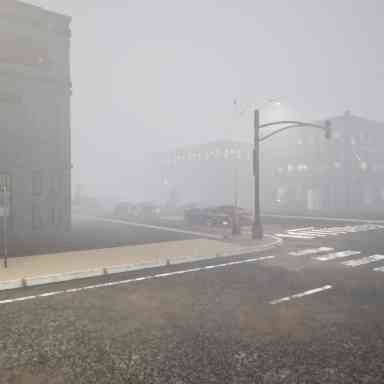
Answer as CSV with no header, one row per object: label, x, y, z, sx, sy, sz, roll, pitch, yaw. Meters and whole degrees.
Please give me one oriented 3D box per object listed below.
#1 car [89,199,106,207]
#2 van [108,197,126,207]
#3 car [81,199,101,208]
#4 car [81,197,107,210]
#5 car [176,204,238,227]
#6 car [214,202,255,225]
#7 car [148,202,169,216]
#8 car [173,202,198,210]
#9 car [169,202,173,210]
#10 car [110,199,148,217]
car,-19.408,2.228,68.114,1.887,1.381,4.507,-1,0,-36
van,-12.981,1.907,59.104,1.690,1.788,3.998,-1,0,-36
car,-19.223,2.159,63.414,2.128,1.511,4.902,-1,0,-36
car,-16.281,1.804,53.947,2.150,2.045,5.566,-1,0,-35
car,1.035,1.814,24.850,1.947,1.339,4.313,-2,0,-36
car,3.270,1.746,26.408,1.812,1.442,4.674,-1,0,-35
car,-5.088,1.876,38.104,2.128,1.511,4.902,-1,0,-36
car,-0.110,1.904,41.086,1.802,1.307,4.206,-2,0,-36
car,-3.326,1.966,45.590,1.802,1.307,4.206,-2,0,-36
car,-6.933,1.846,36.214,1.967,1.590,4.097,-1,0,-36
